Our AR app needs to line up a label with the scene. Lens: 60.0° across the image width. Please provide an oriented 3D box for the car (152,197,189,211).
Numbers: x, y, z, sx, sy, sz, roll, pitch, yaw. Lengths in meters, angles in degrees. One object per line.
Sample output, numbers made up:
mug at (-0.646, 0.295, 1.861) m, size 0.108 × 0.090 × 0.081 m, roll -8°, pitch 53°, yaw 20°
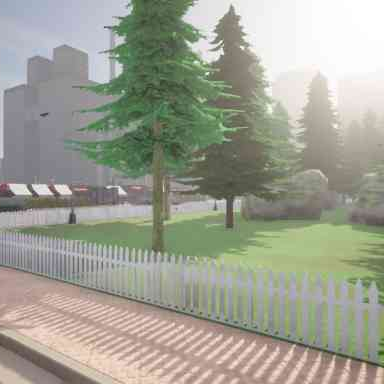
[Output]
car at (-2.138, 1.491, 39.882) m, size 2.128 × 1.511 × 4.902 m, roll 0°, pitch 0°, yaw 34°

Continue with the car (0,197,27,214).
car at (-19.296, 1.352, 33.584) m, size 2.097 × 1.767 × 4.553 m, roll 0°, pitch 0°, yaw 34°

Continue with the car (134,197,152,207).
car at (-6.975, 1.491, 51.789) m, size 2.128 × 1.511 × 4.902 m, roll 0°, pitch 0°, yaw 34°
